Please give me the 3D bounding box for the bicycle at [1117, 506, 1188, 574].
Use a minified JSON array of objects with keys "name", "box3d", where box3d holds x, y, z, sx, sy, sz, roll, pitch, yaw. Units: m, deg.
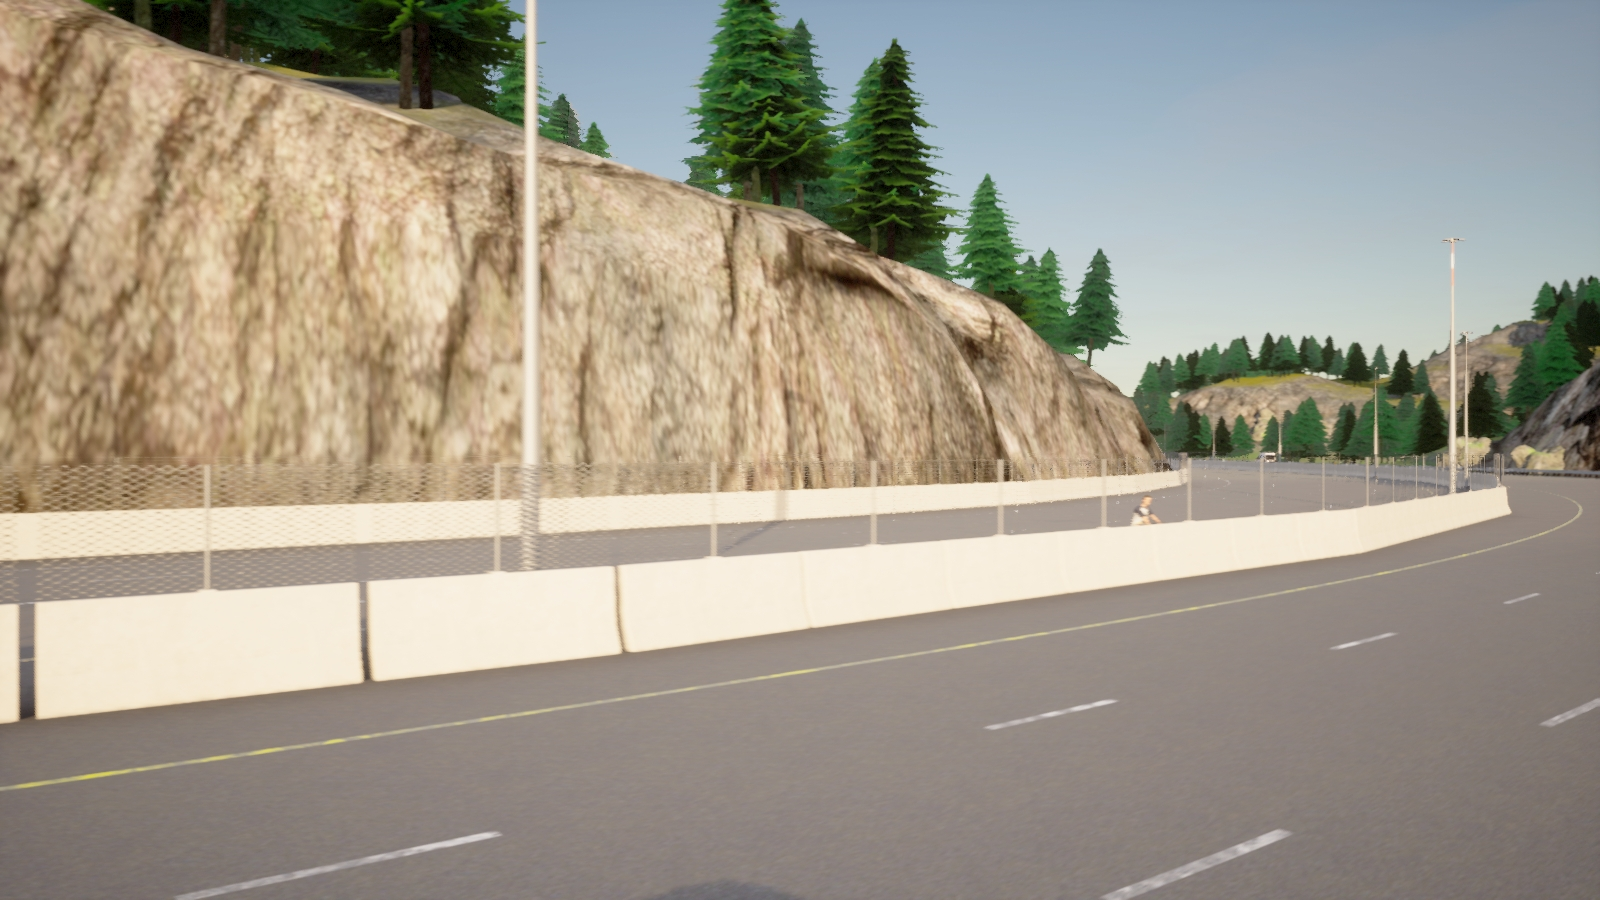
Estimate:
[{"name":"bicycle","box3d":[8.187,2.083,26.598,0.373,1.514,1.643,3,-5,-37]}]
